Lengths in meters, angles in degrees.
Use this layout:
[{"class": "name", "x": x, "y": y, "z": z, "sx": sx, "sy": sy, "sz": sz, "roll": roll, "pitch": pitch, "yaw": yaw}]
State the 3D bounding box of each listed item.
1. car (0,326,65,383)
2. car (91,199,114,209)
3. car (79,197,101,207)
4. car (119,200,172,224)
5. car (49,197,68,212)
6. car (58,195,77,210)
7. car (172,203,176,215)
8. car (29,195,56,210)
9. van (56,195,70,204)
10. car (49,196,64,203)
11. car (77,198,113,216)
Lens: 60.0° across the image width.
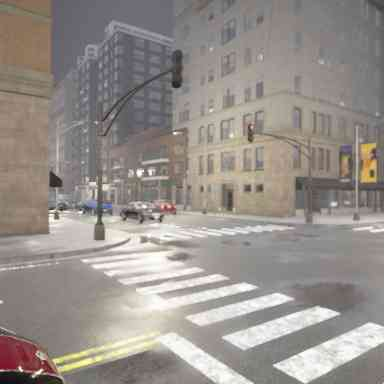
[{"class": "car", "x": -2.852, "y": 1.345, "z": 1.444, "sx": 4.553, "sy": 1.767, "sz": 2.097, "roll": 0, "pitch": 0, "yaw": -36}, {"class": "car", "x": -12.771, "y": 1.637, "z": 47.468, "sx": 1.802, "sy": 1.307, "sz": 4.206, "roll": 1, "pitch": 0, "yaw": -35}, {"class": "car", "x": -16.009, "y": 1.581, "z": 52.066, "sx": 1.752, "sy": 1.417, "sz": 4.829, "roll": 1, "pitch": 0, "yaw": -35}, {"class": "car", "x": -3.894, "y": 1.516, "z": 25.338, "sx": 2.128, "sy": 1.511, "sz": 4.902, "roll": 1, "pitch": 0, "yaw": -35}, {"class": "car", "x": -16.193, "y": 1.559, "z": 38.392, "sx": 1.947, "sy": 1.339, "sz": 4.313, "roll": 1, "pitch": 0, "yaw": -35}, {"class": "car", "x": -15.293, "y": 1.364, "z": 41.549, "sx": 2.097, "sy": 1.767, "sz": 4.553, "roll": 1, "pitch": 0, "yaw": -35}, {"class": "car", "x": -3.349, "y": 1.500, "z": 34.094, "sx": 1.967, "sy": 1.590, "sz": 4.097, "roll": 1, "pitch": 0, "yaw": -35}, {"class": "car", "x": -19.331, "y": 1.307, "z": 42.852, "sx": 2.192, "sy": 1.841, "sz": 5.009, "roll": 1, "pitch": 0, "yaw": -35}, {"class": "van", "x": -25.331, "y": 1.407, "z": 65.304, "sx": 1.690, "sy": 1.788, "sz": 3.998, "roll": 0, "pitch": 0, "yaw": -35}, {"class": "car", "x": -28.473, "y": 1.635, "z": 69.762, "sx": 1.947, "sy": 1.339, "sz": 4.313, "roll": 0, "pitch": 0, "yaw": -35}, {"class": "car", "x": -9.588, "y": 1.493, "z": 33.420, "sx": 1.882, "sy": 1.535, "sz": 5.008, "roll": 1, "pitch": 0, "yaw": -35}]
